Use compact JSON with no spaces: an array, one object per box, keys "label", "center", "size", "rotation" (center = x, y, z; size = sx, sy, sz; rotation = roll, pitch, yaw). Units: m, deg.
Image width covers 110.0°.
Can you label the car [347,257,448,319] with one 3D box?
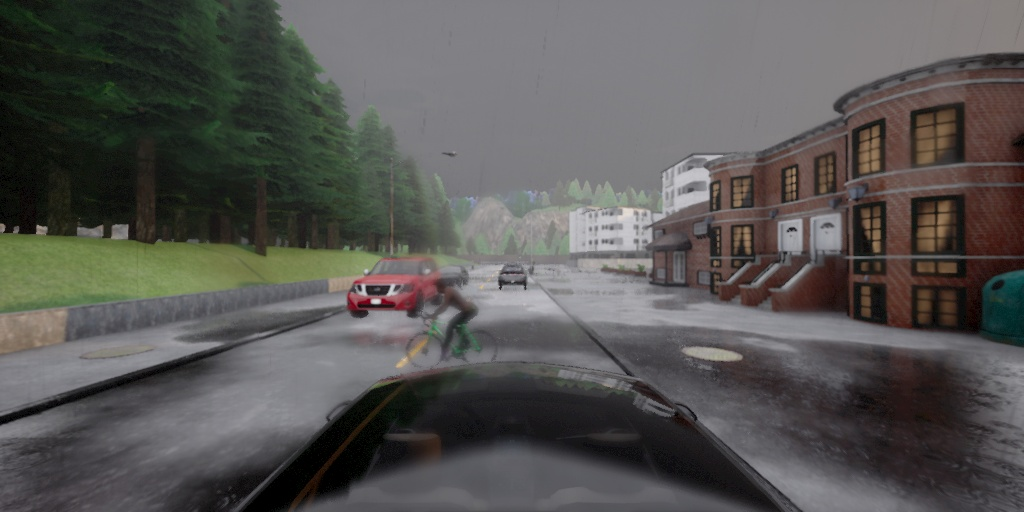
[{"label":"car","center":[-4.120,1.055,13.639],"size":[2.150,2.045,5.566],"rotation":[0,-1,0]}]

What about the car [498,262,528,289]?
[{"label":"car","center":[0.058,1.398,24.792],"size":[2.128,1.511,4.902],"rotation":[0,0,0]}]

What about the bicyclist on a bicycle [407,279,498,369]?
[{"label":"bicyclist on a bicycle","center":[-1.097,1.232,6.462],"size":[1.656,1.620,0.582],"rotation":[-2,0,0]}]

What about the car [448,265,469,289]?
[{"label":"car","center":[-4.121,1.384,24.719],"size":[1.882,1.535,5.008],"rotation":[0,0,0]}]
